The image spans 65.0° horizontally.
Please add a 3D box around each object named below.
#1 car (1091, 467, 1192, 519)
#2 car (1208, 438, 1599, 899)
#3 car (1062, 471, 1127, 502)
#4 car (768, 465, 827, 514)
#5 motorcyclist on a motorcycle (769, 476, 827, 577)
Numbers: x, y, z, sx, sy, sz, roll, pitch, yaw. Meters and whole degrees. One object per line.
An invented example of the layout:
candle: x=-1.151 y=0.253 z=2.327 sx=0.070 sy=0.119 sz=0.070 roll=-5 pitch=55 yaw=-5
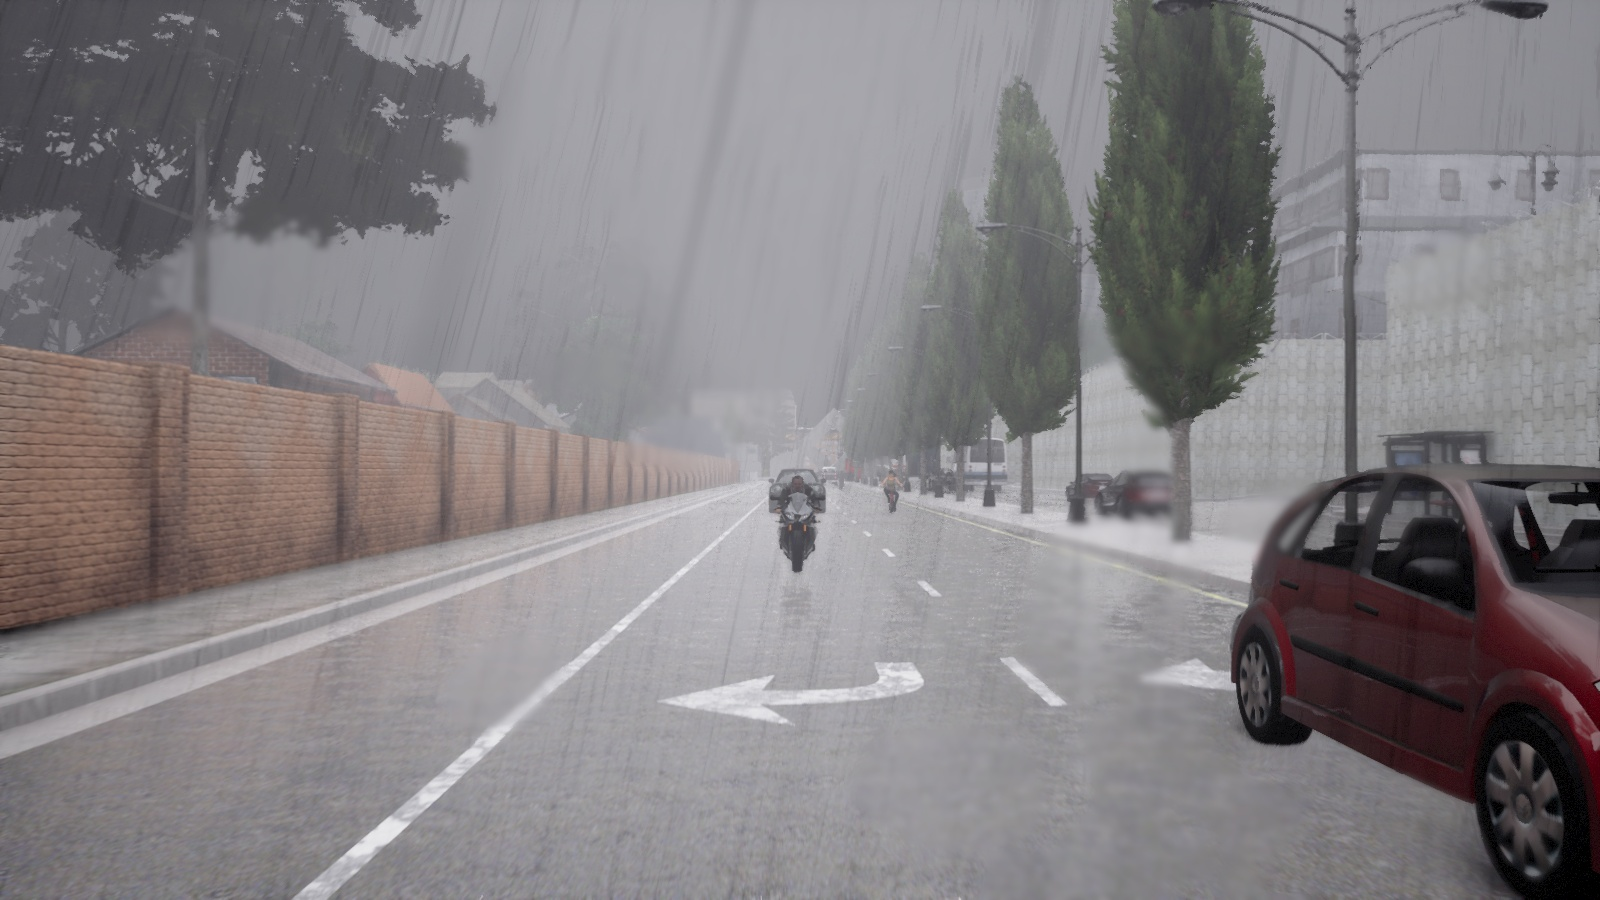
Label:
car: x=11.410 y=1.408 z=42.309 sx=2.033 sy=1.649 sz=4.856 roll=0 pitch=-1 yaw=0
car: x=3.489 y=0.797 z=5.870 sx=1.851 sy=1.617 sz=3.988 roll=0 pitch=-1 yaw=0
car: x=14.873 y=1.809 z=63.728 sx=2.163 sy=1.488 sz=4.792 roll=0 pitch=-1 yaw=0
car: x=-0.095 y=1.469 z=47.503 sx=2.097 sy=1.767 sz=4.553 roll=0 pitch=-1 yaw=0
motorcyclist on a motorcycle: x=-0.032 y=1.188 z=20.199 sx=0.866 sy=1.530 sz=2.191 roll=0 pitch=-1 yaw=0
